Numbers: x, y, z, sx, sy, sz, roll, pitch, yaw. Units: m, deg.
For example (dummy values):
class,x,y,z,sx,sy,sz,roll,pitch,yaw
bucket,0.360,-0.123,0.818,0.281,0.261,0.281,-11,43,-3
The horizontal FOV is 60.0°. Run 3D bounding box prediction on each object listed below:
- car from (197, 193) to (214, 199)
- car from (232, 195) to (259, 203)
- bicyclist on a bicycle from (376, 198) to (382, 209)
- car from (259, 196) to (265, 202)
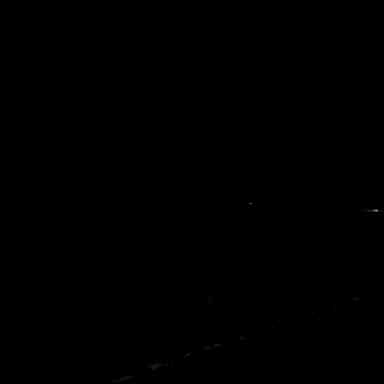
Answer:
class,x,y,z,sx,sy,sz,roll,pitch,yaw
car,2.973,0.878,72.373,1.812,1.442,4.674,1,0,-35
car,9.076,1.230,58.699,1.812,1.442,4.674,1,0,-35
bicyclist on a bicycle,25.588,1.587,45.446,1.656,1.620,0.582,0,1,-35
car,11.197,1.317,60.588,1.994,1.385,4.181,1,0,-34
